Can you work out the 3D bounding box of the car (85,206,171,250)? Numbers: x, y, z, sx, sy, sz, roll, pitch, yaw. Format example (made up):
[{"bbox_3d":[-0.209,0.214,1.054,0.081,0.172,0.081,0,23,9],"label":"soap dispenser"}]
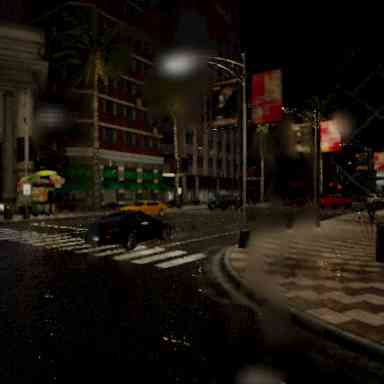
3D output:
[{"bbox_3d":[-2.628,1.555,14.442,1.812,1.442,4.674,-1,0,24],"label":"car"}]

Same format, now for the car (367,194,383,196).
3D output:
[{"bbox_3d":[29.944,1.353,52.465,5.566,2.045,2.150,0,0,-17],"label":"car"}]

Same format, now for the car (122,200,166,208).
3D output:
[{"bbox_3d":[-4.448,1.539,30.669,1.882,1.535,5.008,0,0,36],"label":"car"}]

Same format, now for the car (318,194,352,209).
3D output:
[{"bbox_3d":[20.420,1.336,47.576,5.566,2.045,2.150,0,0,-33],"label":"car"}]

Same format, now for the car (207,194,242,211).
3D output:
[{"bbox_3d":[4.240,1.312,42.416,2.150,2.045,5.566,0,0,39],"label":"car"}]

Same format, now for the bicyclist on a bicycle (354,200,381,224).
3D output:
[{"bbox_3d":[12.075,1.358,22.901,1.656,1.620,0.582,0,0,36],"label":"bicyclist on a bicycle"}]

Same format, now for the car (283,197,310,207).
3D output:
[{"bbox_3d":[16.964,1.603,53.863,5.008,1.535,1.882,0,0,-32],"label":"car"}]

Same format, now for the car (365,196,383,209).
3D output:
[{"bbox_3d":[26.401,1.682,46.859,4.181,1.385,1.994,0,0,-28],"label":"car"}]
